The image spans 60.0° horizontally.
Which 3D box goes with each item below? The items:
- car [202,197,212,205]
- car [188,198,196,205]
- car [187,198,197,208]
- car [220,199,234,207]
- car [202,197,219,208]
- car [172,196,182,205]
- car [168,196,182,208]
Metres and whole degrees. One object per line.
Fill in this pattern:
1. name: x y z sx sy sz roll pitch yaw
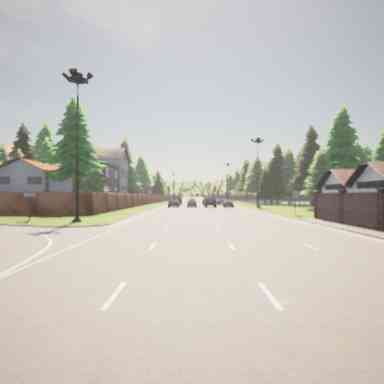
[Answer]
1. car: 3.500 2.080 78.417 2.097 1.767 4.553 0 -1 0
2. car: 0.000 2.225 78.446 1.837 1.490 4.892 0 -1 0
3. car: 0.016 2.215 64.588 2.128 1.511 4.902 0 0 0
4. car: 7.020 2.252 64.972 1.812 1.442 4.674 0 0 0
5. car: 3.507 1.937 63.651 2.150 2.045 5.566 0 0 0
6. car: -3.500 2.027 79.309 2.150 2.045 5.566 0 -1 0
7. car: -3.483 2.072 64.511 2.097 1.767 4.553 0 -1 0
